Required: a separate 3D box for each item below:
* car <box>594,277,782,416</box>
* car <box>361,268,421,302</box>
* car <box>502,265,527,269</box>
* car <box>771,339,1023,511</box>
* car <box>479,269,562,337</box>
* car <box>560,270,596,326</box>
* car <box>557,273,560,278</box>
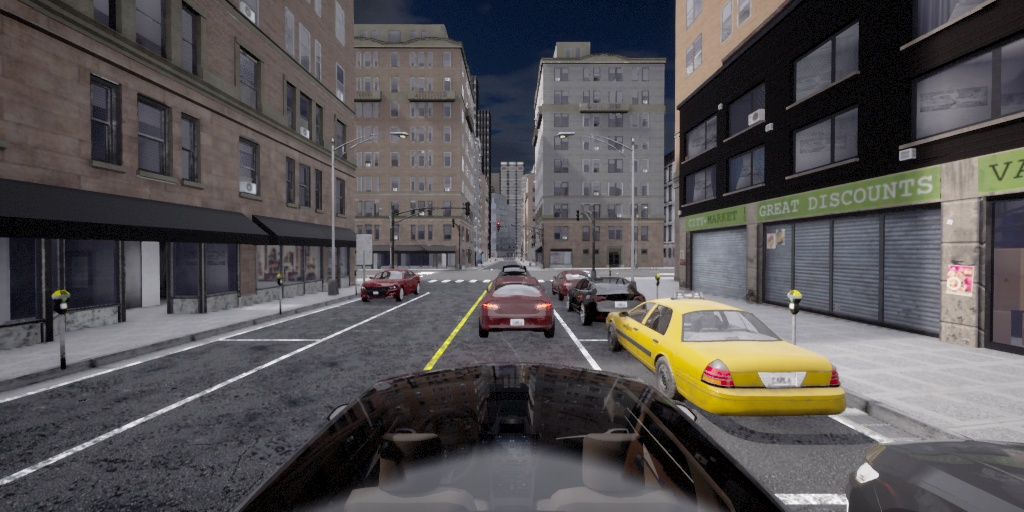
[{"bbox_3d":[2.881,1.274,6.121,1.751,1.417,4.829,0,0,0],"label":"car"},{"bbox_3d":[-5.647,1.289,17.134,1.888,1.381,4.507,0,0,0],"label":"car"},{"bbox_3d":[0.127,1.248,20.382,1.837,1.490,4.892,0,0,0],"label":"car"},{"bbox_3d":[2.871,1.301,0.365,2.007,1.370,4.403,0,0,0],"label":"car"},{"bbox_3d":[0.106,1.273,10.103,1.812,1.442,4.674,0,0,0],"label":"car"},{"bbox_3d":[2.889,1.312,11.537,1.948,1.339,4.313,0,0,0],"label":"car"},{"bbox_3d":[2.898,1.326,17.123,1.802,1.307,4.207,0,0,0],"label":"car"}]
